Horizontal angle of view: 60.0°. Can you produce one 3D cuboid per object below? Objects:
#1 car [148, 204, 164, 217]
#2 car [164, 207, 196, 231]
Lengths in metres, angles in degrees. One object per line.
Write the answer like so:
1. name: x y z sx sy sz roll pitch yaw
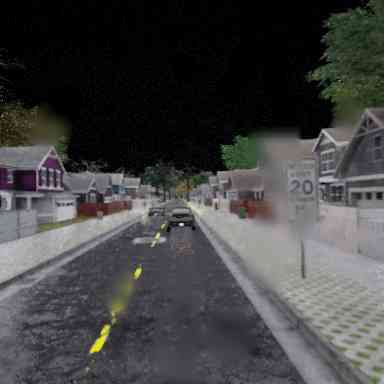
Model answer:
1. car: -4.126 2.137 39.634 2.033 1.411 5.357 -1 -1 -2
2. car: -0.761 1.812 23.227 1.837 1.490 4.892 -1 -1 -2
